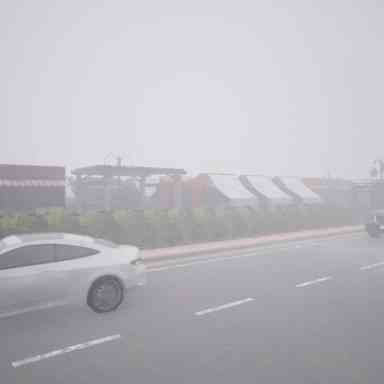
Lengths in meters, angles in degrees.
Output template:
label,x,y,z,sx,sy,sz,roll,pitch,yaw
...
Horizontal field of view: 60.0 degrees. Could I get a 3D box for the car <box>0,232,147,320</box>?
label,x,y,z,sx,sy,sz,roll,pitch,yaw
car,-3.129,1.526,6.176,4.674,1.442,1.812,0,0,-33

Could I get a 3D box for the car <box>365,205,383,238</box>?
label,x,y,z,sx,sy,sz,roll,pitch,yaw
car,10.876,1.224,16.354,5.566,2.045,2.150,0,0,-32
